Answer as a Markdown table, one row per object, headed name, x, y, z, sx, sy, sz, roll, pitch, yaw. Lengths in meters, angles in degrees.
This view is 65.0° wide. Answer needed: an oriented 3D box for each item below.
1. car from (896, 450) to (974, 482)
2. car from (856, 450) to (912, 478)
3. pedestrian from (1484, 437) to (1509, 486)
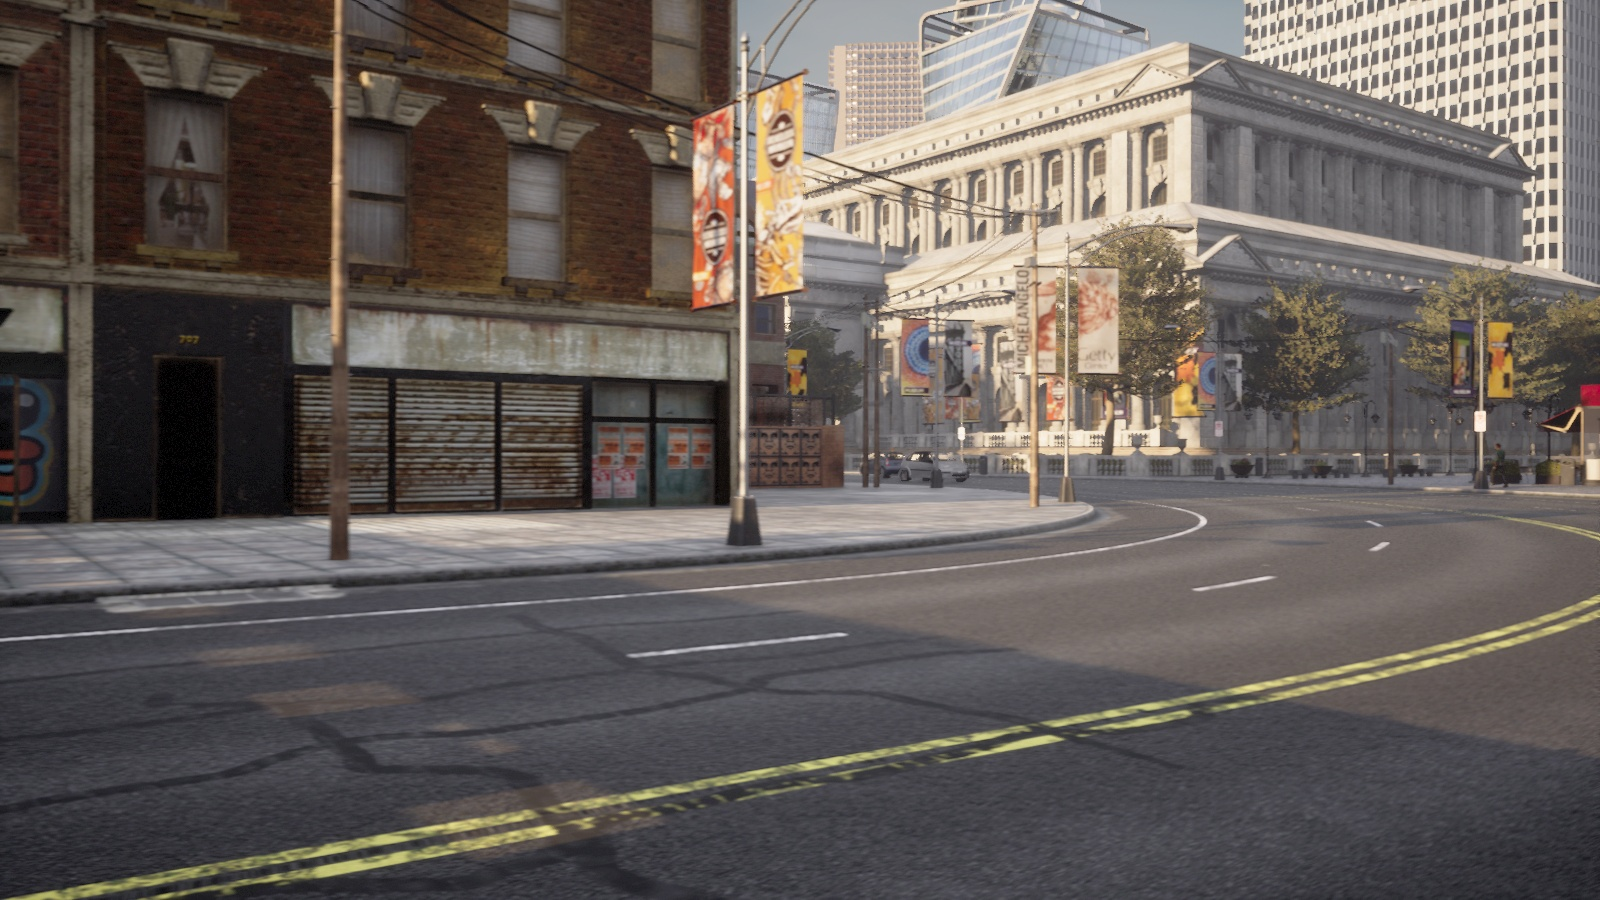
| name | x | y | z | sx | sy | sz | roll | pitch | yaw |
| --- | --- | --- | --- | --- | --- | --- | --- | --- | --- |
| car | 6.938 | 0.790 | 64.853 | 1.851 | 1.617 | 3.988 | 0 | 0 | -34 |
| car | 5.076 | 0.822 | 75.981 | 1.851 | 1.617 | 3.988 | 0 | 0 | -21 |
| pedestrian | 28.227 | 0.469 | 50.881 | 0.423 | 1.949 | 0.788 | 0 | 0 | -18 |
